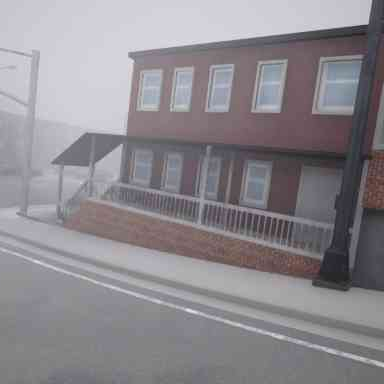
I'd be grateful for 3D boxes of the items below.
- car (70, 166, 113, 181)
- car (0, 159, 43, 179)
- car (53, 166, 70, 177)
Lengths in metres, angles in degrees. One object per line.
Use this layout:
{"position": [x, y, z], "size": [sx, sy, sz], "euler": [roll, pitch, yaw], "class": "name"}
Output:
{"position": [-11.779, -2.171, 40.294], "size": [1.837, 1.490, 4.892], "euler": [11, 6, 35], "class": "car"}
{"position": [-17.420, -2.135, 32.487], "size": [2.033, 1.411, 5.357], "euler": [11, 6, 37], "class": "car"}
{"position": [-14.699, -2.661, 42.180], "size": [2.033, 1.411, 5.357], "euler": [11, 6, 35], "class": "car"}
